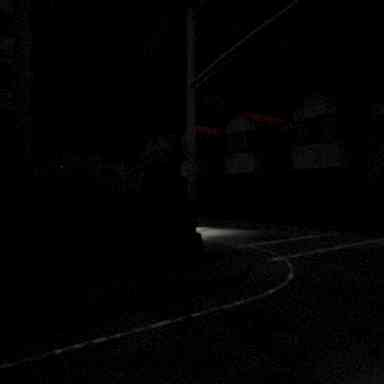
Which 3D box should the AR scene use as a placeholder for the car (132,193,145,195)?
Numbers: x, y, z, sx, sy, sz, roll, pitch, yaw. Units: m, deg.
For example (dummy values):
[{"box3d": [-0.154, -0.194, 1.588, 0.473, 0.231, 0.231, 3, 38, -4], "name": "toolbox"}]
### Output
[{"box3d": [-10.969, 1.177, 77.078, 4.514, 1.523, 2.007, 0, 0, -36], "name": "car"}]
